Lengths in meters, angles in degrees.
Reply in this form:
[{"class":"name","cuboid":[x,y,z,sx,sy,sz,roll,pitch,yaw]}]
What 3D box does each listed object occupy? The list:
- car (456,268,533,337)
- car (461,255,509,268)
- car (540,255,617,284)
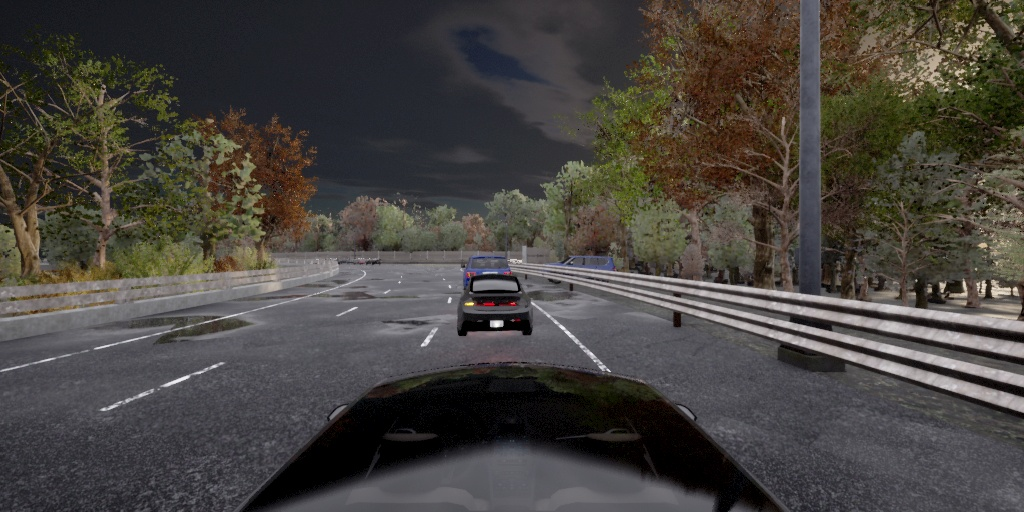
[{"class":"car","cuboid":[-0.551,1.255,10.360,1.837,1.490,4.892,0,0,-5]},{"class":"car","cuboid":[-1.319,0.971,17.840,2.150,2.045,5.566,0,0,-9]},{"class":"car","cuboid":[4.830,0.966,26.148,5.566,2.045,2.150,3,1,-6]}]
